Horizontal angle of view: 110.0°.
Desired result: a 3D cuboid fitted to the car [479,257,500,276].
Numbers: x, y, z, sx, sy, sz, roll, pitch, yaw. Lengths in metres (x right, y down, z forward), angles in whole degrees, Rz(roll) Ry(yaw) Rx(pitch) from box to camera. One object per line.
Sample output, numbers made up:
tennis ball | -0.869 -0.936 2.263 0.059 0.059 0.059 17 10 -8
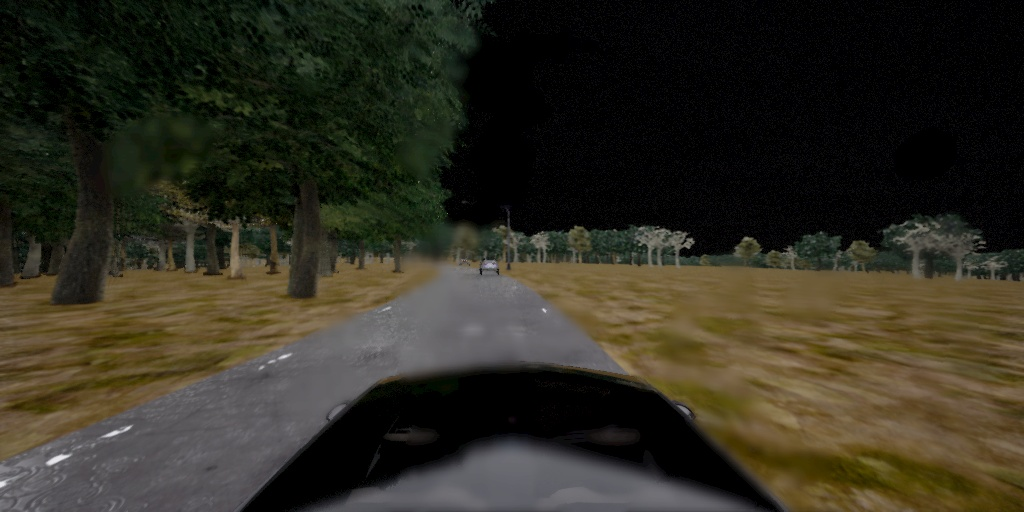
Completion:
car | -2.352 0.940 36.306 2.033 1.649 4.856 0 0 -7
